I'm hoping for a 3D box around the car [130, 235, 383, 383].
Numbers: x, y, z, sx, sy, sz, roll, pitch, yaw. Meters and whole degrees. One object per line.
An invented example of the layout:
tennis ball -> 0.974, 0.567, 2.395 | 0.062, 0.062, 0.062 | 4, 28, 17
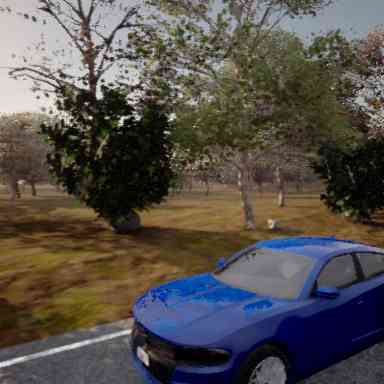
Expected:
car -> 1.569, 1.455, 4.890 | 5.008, 1.535, 1.882 | 0, 0, -33
